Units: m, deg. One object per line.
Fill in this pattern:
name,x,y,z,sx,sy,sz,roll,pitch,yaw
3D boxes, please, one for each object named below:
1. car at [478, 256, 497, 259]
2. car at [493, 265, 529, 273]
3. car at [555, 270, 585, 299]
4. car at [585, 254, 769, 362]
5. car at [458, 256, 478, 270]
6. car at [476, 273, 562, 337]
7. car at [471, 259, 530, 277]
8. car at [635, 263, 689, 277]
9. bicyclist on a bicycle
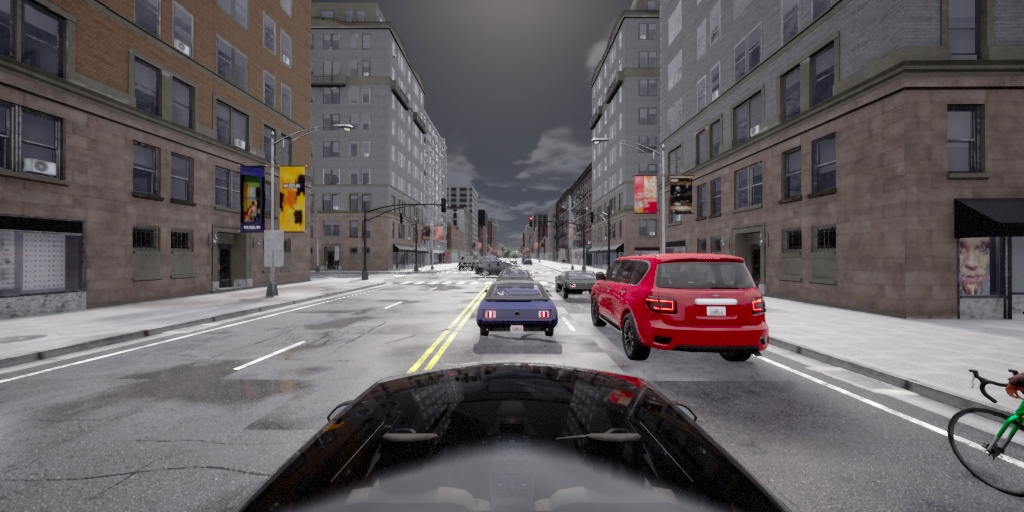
car,-3.145,0.986,51.734,2.150,2.045,5.566,0,0,2
car,0.157,1.353,19.434,1.895,1.301,4.718,0,0,0
car,3.303,1.353,18.173,1.895,1.301,4.718,0,0,0
car,3.345,0.972,8.405,2.150,2.045,5.566,0,0,2
car,-6.420,0.986,52.032,2.150,2.045,5.566,0,0,0
car,0.127,1.351,10.329,1.895,1.301,4.718,0,0,0
car,-1.032,1.257,33.651,4.892,1.490,1.837,0,0,0
car,15.177,1.407,36.461,4.718,1.301,1.895,0,0,0
bicyclist on a bicycle,4.148,1.203,2.598,0.582,1.620,1.656,0,0,0
